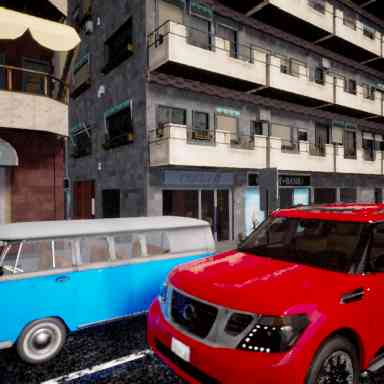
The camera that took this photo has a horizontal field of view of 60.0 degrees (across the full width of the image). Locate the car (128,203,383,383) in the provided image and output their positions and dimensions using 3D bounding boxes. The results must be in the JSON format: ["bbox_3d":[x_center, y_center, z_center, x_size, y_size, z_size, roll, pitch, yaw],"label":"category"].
[{"bbox_3d":[2.112,1.222,4.952,5.566,2.045,2.150,0,0,-36],"label":"car"}]

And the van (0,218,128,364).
[{"bbox_3d":[-1.440,1.341,5.545,3.998,1.788,1.690,0,0,-36],"label":"van"}]
